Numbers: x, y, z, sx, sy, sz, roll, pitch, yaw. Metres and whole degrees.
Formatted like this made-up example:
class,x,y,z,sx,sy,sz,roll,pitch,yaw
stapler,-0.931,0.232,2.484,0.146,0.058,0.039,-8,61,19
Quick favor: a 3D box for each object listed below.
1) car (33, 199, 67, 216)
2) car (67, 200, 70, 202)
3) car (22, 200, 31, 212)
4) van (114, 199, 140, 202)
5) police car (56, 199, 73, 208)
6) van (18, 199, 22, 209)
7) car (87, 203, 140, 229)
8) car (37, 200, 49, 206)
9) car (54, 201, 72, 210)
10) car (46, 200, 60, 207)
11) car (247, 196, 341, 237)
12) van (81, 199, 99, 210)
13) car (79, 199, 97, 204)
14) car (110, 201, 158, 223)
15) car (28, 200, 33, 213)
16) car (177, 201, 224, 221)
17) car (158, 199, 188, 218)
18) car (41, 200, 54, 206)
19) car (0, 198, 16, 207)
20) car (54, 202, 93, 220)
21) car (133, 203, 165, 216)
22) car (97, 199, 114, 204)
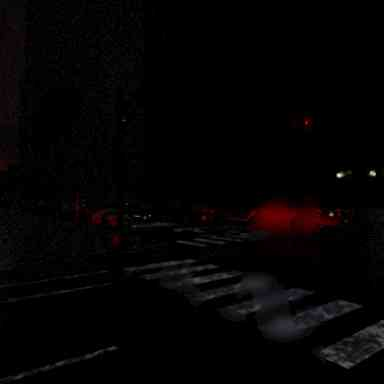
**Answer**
class,x,y,z,sx,sy,sz,roll,pitch,yaw
car,-17.392,1.885,40.695,2.192,1.841,5.009,-1,0,-36
car,-18.784,1.989,47.338,2.097,1.767,4.553,0,0,-35
car,-23.064,2.141,48.649,1.967,1.590,4.097,-1,0,-36
van,-7.942,1.804,42.164,1.690,1.788,3.998,-1,0,-36
police car,-25.199,2.278,65.657,1.930,1.638,5.238,0,-1,-36
van,-25.904,2.107,52.627,1.690,1.788,3.998,-1,0,-36
car,-5.937,1.828,24.648,1.752,1.417,4.829,-1,0,-36
car,-37.536,2.680,83.616,2.008,1.369,4.403,-1,0,-36
car,-22.306,2.283,57.529,1.812,1.442,4.674,0,-1,-36
car,-31.493,2.565,75.145,1.947,1.339,4.313,-1,0,-36
car,5.377,1.266,18.292,2.150,2.045,5.566,0,-2,-29
van,-16.791,2.008,54.597,1.690,1.788,3.998,-1,0,-36
car,-16.248,2.111,49.109,2.128,1.511,4.902,0,-1,-35
car,-5.056,1.822,28.016,1.837,1.490,4.892,0,0,-36
car,-20.224,2.180,44.672,1.887,1.381,4.507,-1,0,-36
car,0.912,1.801,29.730,1.887,1.381,4.507,-1,0,-36
car,-2.043,1.640,33.875,2.192,1.841,5.009,-1,0,-36
car,-34.515,2.630,79.381,1.947,1.339,4.313,-1,0,-36
car,-41.049,2.650,73.860,1.887,1.381,4.507,-1,0,-36
car,-11.710,1.989,32.740,2.008,1.369,4.403,-1,0,-36
car,-4.986,1.976,38.019,1.802,1.307,4.206,-1,0,-36
car,-10.892,1.846,46.308,2.192,1.841,5.009,-1,0,-36
